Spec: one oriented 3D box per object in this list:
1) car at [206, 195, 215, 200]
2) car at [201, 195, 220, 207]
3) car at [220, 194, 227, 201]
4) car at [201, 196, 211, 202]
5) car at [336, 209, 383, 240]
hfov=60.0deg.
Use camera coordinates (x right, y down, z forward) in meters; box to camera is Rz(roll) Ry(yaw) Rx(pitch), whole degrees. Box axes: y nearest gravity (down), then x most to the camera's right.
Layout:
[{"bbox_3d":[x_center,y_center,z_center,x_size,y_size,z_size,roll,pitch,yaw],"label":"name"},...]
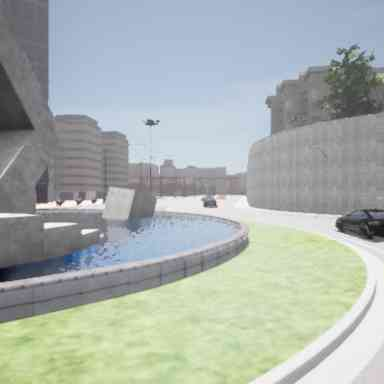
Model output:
[{"bbox_3d":[5.074,1.480,90.200,1.837,1.490,4.892,0,0,9],"label":"car"},{"bbox_3d":[2.854,1.587,51.267,1.994,1.385,4.181,0,0,2],"label":"car"},{"bbox_3d":[8.048,1.395,86.722,2.097,1.767,4.553,0,0,9],"label":"car"},{"bbox_3d":[3.451,1.628,80.362,1.895,1.301,4.718,0,0,9],"label":"car"},{"bbox_3d":[9.129,1.574,17.177,1.994,1.385,4.181,0,0,0],"label":"car"}]
